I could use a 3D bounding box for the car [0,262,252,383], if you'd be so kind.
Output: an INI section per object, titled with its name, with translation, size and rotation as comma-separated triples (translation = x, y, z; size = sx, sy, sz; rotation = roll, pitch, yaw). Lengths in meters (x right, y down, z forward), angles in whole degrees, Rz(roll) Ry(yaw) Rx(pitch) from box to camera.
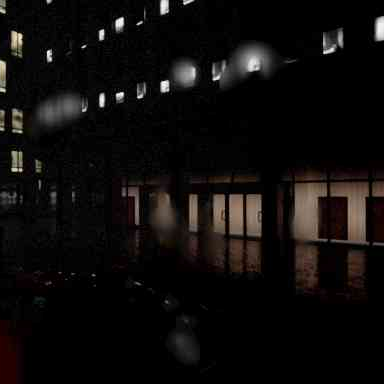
[car]
translation = -1.523, 1.545, 3.985
size = 4.507, 1.381, 1.887
rotation = 0, 0, 36
